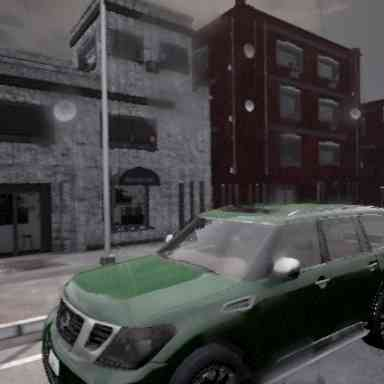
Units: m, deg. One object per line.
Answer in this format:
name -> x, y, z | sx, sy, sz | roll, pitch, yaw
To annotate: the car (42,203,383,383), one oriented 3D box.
car -> 0.973, 1.221, 4.687 | 5.566, 2.045, 2.150 | 0, 0, -36
